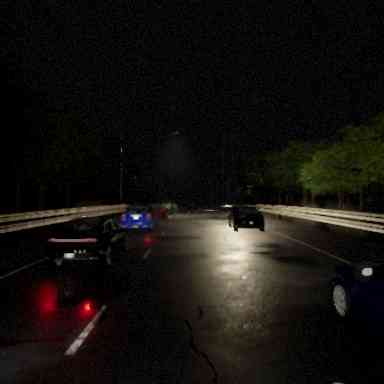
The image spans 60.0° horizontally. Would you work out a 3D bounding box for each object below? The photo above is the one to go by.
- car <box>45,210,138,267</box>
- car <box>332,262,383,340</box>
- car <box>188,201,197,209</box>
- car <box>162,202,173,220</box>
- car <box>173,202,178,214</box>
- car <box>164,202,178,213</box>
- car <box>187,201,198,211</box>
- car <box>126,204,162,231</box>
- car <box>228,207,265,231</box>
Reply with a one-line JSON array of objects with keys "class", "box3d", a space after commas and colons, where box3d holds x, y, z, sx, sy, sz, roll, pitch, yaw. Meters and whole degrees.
[{"class": "car", "box3d": [-3.493, 1.630, 11.887, 2.128, 1.511, 4.902, 0, -1, 0]}, {"class": "car", "box3d": [3.602, 1.529, 4.400, 1.882, 1.535, 5.008, 0, -1, 0]}, {"class": "car", "box3d": [0.049, 3.318, 85.294, 2.150, 2.045, 5.566, 0, -2, 0]}, {"class": "car", "box3d": [-3.480, 2.034, 33.926, 2.163, 1.488, 4.792, 0, -1, 0]}, {"class": "car", "box3d": [-3.473, 2.315, 44.897, 2.128, 1.511, 4.902, 0, -2, 0]}, {"class": "car", "box3d": [-3.468, 2.509, 55.869, 2.097, 1.767, 4.553, 0, -2, 0]}, {"class": "car", "box3d": [0.038, 2.953, 64.037, 1.812, 1.442, 4.674, 0, -2, 0]}, {"class": "car", "box3d": [-3.487, 1.653, 22.865, 2.097, 1.767, 4.553, 0, -1, 0]}, {"class": "car", "box3d": [3.614, 1.776, 22.736, 1.882, 1.535, 5.008, 0, -1, 0]}]
